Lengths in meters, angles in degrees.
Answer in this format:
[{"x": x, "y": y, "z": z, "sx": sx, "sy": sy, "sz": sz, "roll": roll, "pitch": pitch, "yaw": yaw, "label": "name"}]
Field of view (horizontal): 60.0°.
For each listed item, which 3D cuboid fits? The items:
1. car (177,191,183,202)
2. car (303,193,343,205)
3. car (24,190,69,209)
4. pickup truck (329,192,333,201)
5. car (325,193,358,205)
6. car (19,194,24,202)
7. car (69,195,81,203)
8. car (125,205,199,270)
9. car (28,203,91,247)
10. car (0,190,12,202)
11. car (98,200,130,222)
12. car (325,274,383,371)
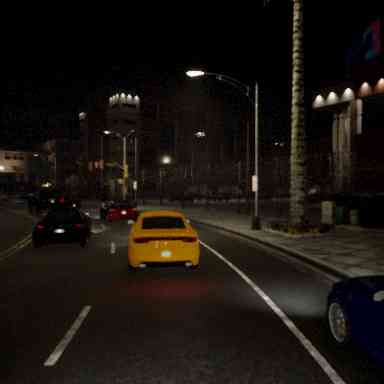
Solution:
[{"x": -1.770, "y": 0.633, "z": 51.018, "sx": 2.185, "sy": 1.767, "sz": 4.553, "roll": 0, "pitch": 1, "yaw": -37, "label": "car"}, {"x": 17.462, "y": 0.940, "z": 44.606, "sx": 2.002, "sy": 1.452, "sz": 4.674, "roll": 0, "pitch": 1, "yaw": -37, "label": "car"}, {"x": -12.736, "y": 0.829, "z": 28.909, "sx": 2.150, "sy": 2.045, "sz": 5.566, "roll": 0, "pitch": 1, "yaw": -35, "label": "car"}, {"x": 14.533, "y": 0.791, "z": 28.711, "sx": 6.274, "sy": 2.098, "sz": 2.390, "roll": 0, "pitch": 1, "yaw": -37, "label": "pickup truck"}, {"x": 21.387, "y": 0.949, "z": 47.615, "sx": 1.970, "sy": 1.475, "sz": 3.806, "roll": 0, "pitch": 1, "yaw": -37, "label": "car"}, {"x": -25.862, "y": 0.845, "z": 52.415, "sx": 1.994, "sy": 1.385, "sz": 4.181, "roll": 0, "pitch": 1, "yaw": -37, "label": "car"}, {"x": -13.235, "y": 1.035, "z": 35.320, "sx": 1.837, "sy": 1.490, "sz": 4.892, "roll": 0, "pitch": 1, "yaw": -36, "label": "car"}, {"x": -1.026, "y": 1.344, "z": 10.648, "sx": 1.882, "sy": 1.535, "sz": 5.008, "roll": 0, "pitch": 1, "yaw": -9, "label": "car"}, {"x": -5.379, "y": 1.374, "z": 14.105, "sx": 1.994, "sy": 1.385, "sz": 4.181, "roll": 0, "pitch": 1, "yaw": -15, "label": "car"}, {"x": -30.156, "y": 0.794, "z": 52.301, "sx": 1.812, "sy": 1.442, "sz": 4.674, "roll": 0, "pitch": 1, "yaw": -37, "label": "car"}, {"x": -5.240, "y": 1.265, "z": 23.245, "sx": 1.994, "sy": 1.385, "sz": 4.181, "roll": 0, "pitch": 1, "yaw": -25, "label": "car"}, {"x": 2.997, "y": 1.494, "z": 3.218, "sx": 1.812, "sy": 1.442, "sz": 4.674, "roll": 0, "pitch": 1, "yaw": -1, "label": "car"}]
